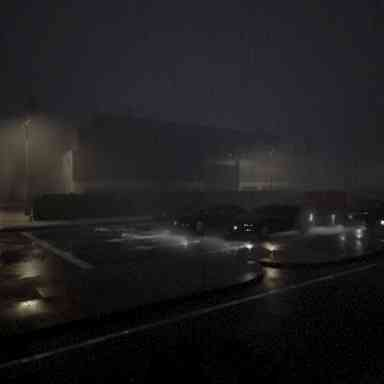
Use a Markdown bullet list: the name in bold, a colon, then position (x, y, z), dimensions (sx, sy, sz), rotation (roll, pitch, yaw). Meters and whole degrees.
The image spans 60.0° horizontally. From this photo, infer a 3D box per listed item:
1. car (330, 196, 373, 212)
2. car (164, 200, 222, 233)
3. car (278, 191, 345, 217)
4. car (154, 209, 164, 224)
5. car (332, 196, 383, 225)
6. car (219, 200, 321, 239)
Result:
- **car**: position (16.026, 1.141, 33.254), dimensions (4.674, 1.442, 1.812), rotation (-1, 0, -35)
- **car**: position (1.133, 1.366, 18.755), dimensions (4.892, 1.490, 1.837), rotation (-1, 0, -34)
- **car**: position (9.152, 0.966, 24.229), dimensions (5.566, 2.045, 2.150), rotation (-1, 0, -35)
- **car**: position (-0.146, 1.328, 22.120), dimensions (5.008, 1.535, 1.882), rotation (-1, 0, -34)
- **car**: position (11.709, 1.229, 21.743), dimensions (4.902, 1.511, 2.128), rotation (-1, 0, -35)
- **car**: position (3.966, 1.354, 16.461), dimensions (4.892, 1.490, 1.837), rotation (-1, 0, -34)
